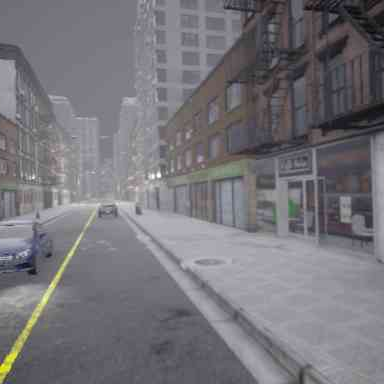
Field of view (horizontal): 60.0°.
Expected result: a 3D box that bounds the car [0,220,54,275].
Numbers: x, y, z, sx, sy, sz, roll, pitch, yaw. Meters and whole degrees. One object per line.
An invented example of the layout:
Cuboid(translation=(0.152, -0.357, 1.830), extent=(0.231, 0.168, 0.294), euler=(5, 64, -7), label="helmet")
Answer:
Cuboid(translation=(-5.706, 1.690, 10.815), extent=(1.812, 1.442, 4.674), euler=(-2, 0, -15), label="car")

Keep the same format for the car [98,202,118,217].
Cuboid(translation=(-8.710, 1.759, 34.523), extent=(2.128, 1.511, 4.902), euler=(-2, 0, -15), label="car")
